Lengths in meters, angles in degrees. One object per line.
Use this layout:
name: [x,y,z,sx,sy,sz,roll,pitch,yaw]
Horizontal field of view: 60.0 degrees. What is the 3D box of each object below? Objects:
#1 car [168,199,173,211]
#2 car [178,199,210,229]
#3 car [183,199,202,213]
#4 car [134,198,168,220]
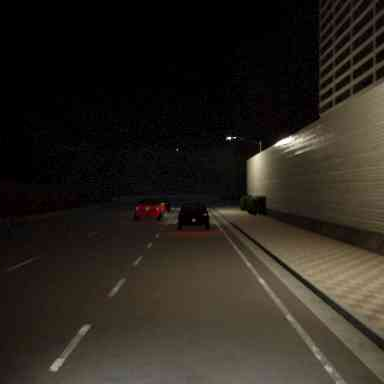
car: [-3.417,1.445,38.944,1.837,1.490,4.892,0,0,0]
car: [0.102,1.445,21.418,1.882,1.535,5.008,0,0,0]
car: [0.097,1.506,37.061,1.994,1.385,4.181,0,0,0]
car: [-3.410,1.309,27.598,2.097,1.767,4.553,0,0,0]
